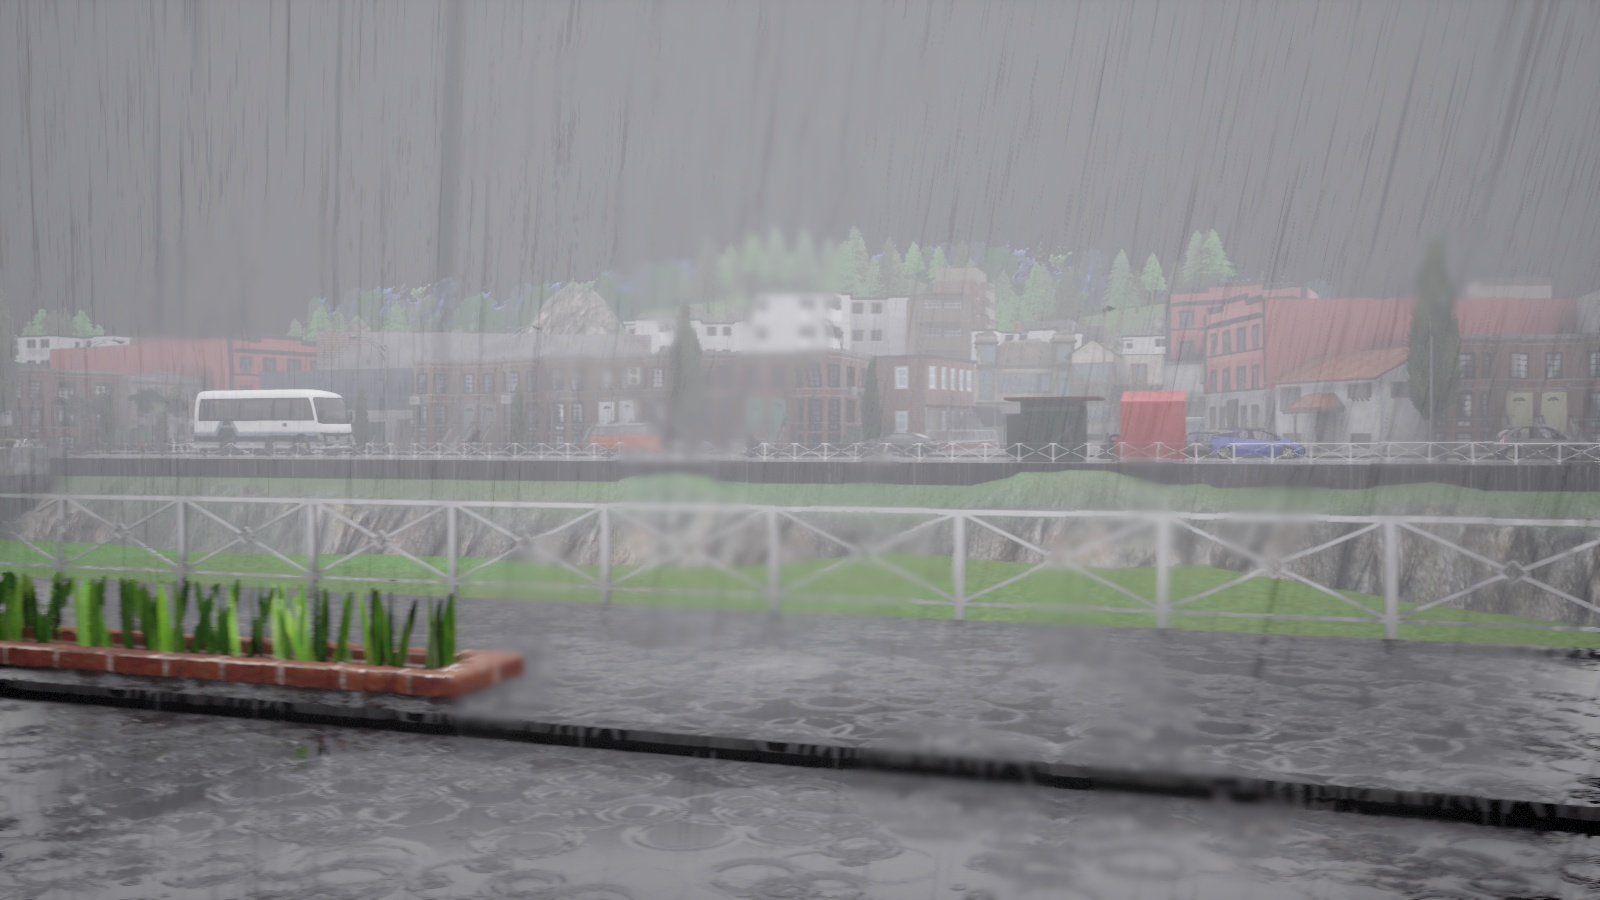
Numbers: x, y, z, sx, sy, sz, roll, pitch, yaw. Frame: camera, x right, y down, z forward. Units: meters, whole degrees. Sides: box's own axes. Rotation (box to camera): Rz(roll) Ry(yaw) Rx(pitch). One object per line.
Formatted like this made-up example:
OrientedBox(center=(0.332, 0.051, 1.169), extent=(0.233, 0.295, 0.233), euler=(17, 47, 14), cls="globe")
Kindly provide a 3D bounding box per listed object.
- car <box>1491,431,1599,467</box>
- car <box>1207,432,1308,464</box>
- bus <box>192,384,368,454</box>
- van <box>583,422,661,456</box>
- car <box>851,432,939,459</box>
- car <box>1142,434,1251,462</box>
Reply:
OrientedBox(center=(33.997, -0.066, 57.391), extent=(3.988, 1.617, 1.851), euler=(1, 1, 19), cls="car")
OrientedBox(center=(22.299, -0.125, 61.337), extent=(4.514, 1.525, 2.007), euler=(1, 1, 19), cls="car")
OrientedBox(center=(-33.075, -1.954, 79.903), extent=(10.273, 4.253, 3.944), euler=(1, 1, 19), cls="bus")
OrientedBox(center=(-10.864, -0.689, 76.675), extent=(4.442, 1.987, 1.775), euler=(1, 1, 19), cls="van")
OrientedBox(center=(5.407, -0.268, 71.213), extent=(4.674, 1.442, 1.812), euler=(1, 1, 19), cls="car")
OrientedBox(center=(20.836, -0.105, 66.031), extent=(5.357, 1.411, 2.033), euler=(1, 1, 19), cls="car")
